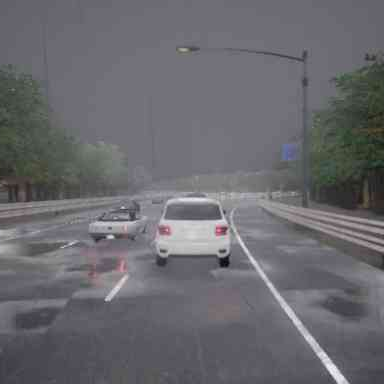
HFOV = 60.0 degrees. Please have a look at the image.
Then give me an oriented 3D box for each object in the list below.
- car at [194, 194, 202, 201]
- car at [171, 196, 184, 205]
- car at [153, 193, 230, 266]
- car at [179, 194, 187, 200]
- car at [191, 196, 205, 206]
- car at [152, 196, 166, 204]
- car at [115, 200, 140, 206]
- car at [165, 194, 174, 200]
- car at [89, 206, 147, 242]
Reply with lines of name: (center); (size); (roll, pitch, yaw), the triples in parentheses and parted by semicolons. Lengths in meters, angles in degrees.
car: (1.321, 1.302, 79.062); (1.837, 1.490, 4.892); (0, 0, 0)
car: (-2.370, 1.426, 55.648); (1.895, 1.301, 4.718); (0, 0, 1)
car: (0.052, 1.203, 11.610); (2.150, 2.045, 5.566); (0, 0, 1)
car: (-2.222, 1.342, 86.388); (2.033, 1.411, 5.357); (0, 0, -1)
car: (0.966, 1.384, 53.228); (2.033, 1.411, 5.357); (0, 0, 1)
car: (-5.803, 1.376, 58.957); (1.994, 1.385, 4.181); (0, 0, 1)
car: (-6.438, 1.464, 33.357); (1.994, 1.385, 4.181); (0, 0, 2)
car: (-5.712, 1.275, 85.541); (1.882, 1.535, 5.008); (0, 0, -1)
car: (-3.367, 1.566, 16.159); (1.895, 1.301, 4.718); (0, 0, 1)
